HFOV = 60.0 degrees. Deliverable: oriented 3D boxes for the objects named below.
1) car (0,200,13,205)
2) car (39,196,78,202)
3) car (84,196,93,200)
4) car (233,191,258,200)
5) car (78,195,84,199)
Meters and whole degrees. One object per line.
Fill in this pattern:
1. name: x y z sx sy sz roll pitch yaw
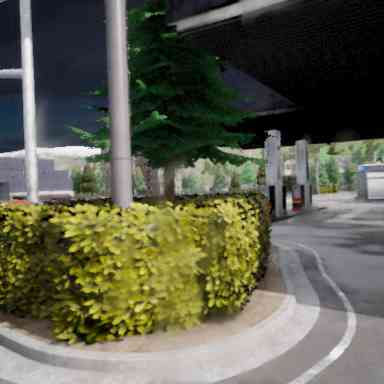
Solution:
1. car: -30.308 2.042 52.592 5.027 1.636 2.152 -2 0 35
2. car: -13.477 1.482 32.709 3.866 1.878 1.905 -2 0 35
3. car: -21.547 1.599 65.619 4.605 1.855 1.932 -2 0 35
4. car: 10.545 0.699 65.583 4.514 1.523 2.007 -2 0 35
5. car: -22.896 1.641 63.013 3.866 1.878 1.905 -2 0 35
